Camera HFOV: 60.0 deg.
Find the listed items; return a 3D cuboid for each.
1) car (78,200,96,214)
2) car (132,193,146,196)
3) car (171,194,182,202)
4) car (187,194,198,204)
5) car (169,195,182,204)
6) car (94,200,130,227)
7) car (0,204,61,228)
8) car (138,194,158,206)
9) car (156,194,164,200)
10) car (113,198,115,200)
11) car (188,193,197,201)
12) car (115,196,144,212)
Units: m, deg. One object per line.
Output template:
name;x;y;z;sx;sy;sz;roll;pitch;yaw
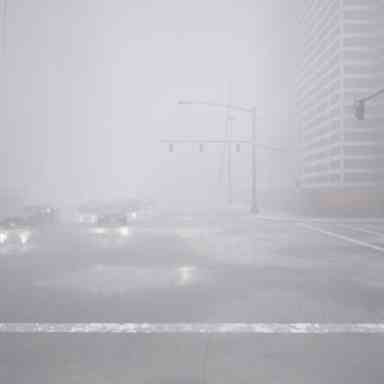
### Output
car;-10.556;1.533;35.822;2.033;1.411;5.357;0;0;0
car;-10.434;1.199;67.264;2.150;2.045;5.566;0;0;0
car;-3.412;1.325;74.474;2.128;1.511;4.902;0;0;0
car;0.075;1.522;64.185;2.033;1.411;5.357;0;0;0
car;-3.425;1.466;64.189;2.128;1.511;4.902;0;0;0
car;-5.688;1.516;23.202;1.812;1.442;4.674;0;0;-17
car;-10.582;1.539;22.261;2.033;1.411;5.357;0;0;0
car;-7.021;1.485;52.847;1.837;1.490;4.892;0;-1;0
car;-6.919;1.190;68.780;1.837;1.490;4.892;0;0;0
car;-10.540;1.486;47.986;1.837;1.490;4.892;0;0;0
car;0.087;1.155;74.440;2.097;1.767;4.553;0;0;0
car;-7.052;1.491;38.035;1.837;1.490;4.892;0;-1;0
